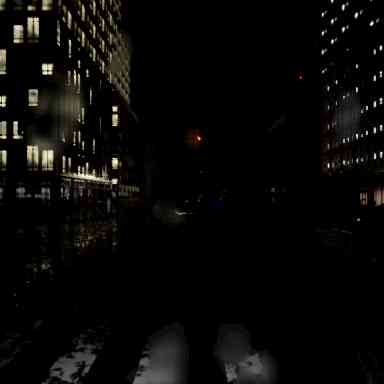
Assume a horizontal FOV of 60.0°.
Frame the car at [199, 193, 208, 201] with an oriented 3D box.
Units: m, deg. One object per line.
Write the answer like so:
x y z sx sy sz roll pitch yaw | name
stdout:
2.879 1.310 85.769 2.192 1.841 5.009 0 0 0 | car

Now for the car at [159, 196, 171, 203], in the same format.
-5.589 1.548 69.193 2.008 1.369 4.403 0 0 0 | car

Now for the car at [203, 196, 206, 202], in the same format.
2.672 1.544 41.458 1.887 1.381 4.507 0 0 0 | car

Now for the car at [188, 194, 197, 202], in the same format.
0.118 1.352 72.843 2.097 1.767 4.553 0 0 0 | car

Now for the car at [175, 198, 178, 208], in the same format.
-3.131 1.525 43.391 1.812 1.442 4.674 0 0 0 | car

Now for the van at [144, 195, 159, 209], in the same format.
-5.702 1.341 47.037 1.690 1.788 3.998 0 0 0 | van

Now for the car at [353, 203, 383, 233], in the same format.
12.830 1.350 20.084 5.566 2.045 2.150 1 0 0 | car

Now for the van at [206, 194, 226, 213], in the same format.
2.735 1.341 35.919 1.690 1.788 3.998 0 0 0 | van

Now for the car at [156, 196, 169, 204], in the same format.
-5.617 1.564 63.655 1.947 1.339 4.313 0 0 0 | car

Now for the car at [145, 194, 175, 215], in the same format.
-3.182 1.222 33.613 2.150 2.045 5.566 0 0 0 | car

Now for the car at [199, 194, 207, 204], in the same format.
2.764 1.313 63.612 2.192 1.841 5.009 0 0 0 | car

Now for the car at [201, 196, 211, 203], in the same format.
2.792 1.542 69.151 1.887 1.381 4.507 0 0 0 | car

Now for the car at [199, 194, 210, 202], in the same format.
2.821 1.312 74.691 2.192 1.841 5.009 0 0 0 | car

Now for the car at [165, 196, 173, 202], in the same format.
-5.531 1.578 80.273 1.802 1.307 4.206 0 0 0 | car
